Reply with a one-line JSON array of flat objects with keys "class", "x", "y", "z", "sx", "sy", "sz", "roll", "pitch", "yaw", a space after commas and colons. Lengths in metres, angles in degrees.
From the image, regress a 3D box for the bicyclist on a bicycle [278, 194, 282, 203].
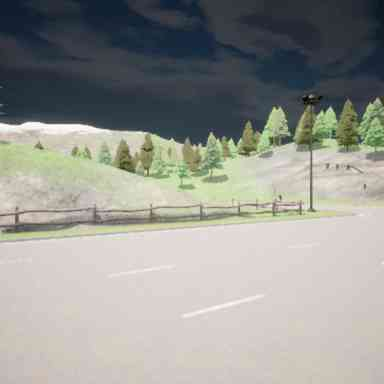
[{"class": "bicyclist on a bicycle", "x": 16.606, "y": 1.273, "z": 62.620, "sx": 0.582, "sy": 1.620, "sz": 1.656, "roll": 0, "pitch": 0, "yaw": 34}]
